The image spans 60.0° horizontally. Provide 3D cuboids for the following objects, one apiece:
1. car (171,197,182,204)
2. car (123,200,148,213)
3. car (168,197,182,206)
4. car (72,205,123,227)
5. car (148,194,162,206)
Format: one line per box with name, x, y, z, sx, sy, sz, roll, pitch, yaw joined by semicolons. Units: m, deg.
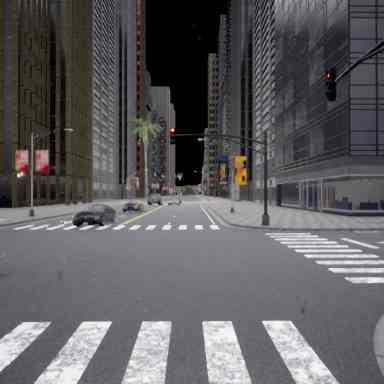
car;-3.259;1.788;69.786;1.994;1.385;4.181;0;0;0
car;-6.657;1.654;38.002;1.994;1.385;4.181;0;0;0
car;-3.244;1.781;59.890;1.895;1.301;4.718;0;0;0
car;-6.635;1.595;23.362;2.033;1.411;5.357;0;0;0
car;-6.628;1.402;59.734;2.150;2.045;5.566;0;-1;0
